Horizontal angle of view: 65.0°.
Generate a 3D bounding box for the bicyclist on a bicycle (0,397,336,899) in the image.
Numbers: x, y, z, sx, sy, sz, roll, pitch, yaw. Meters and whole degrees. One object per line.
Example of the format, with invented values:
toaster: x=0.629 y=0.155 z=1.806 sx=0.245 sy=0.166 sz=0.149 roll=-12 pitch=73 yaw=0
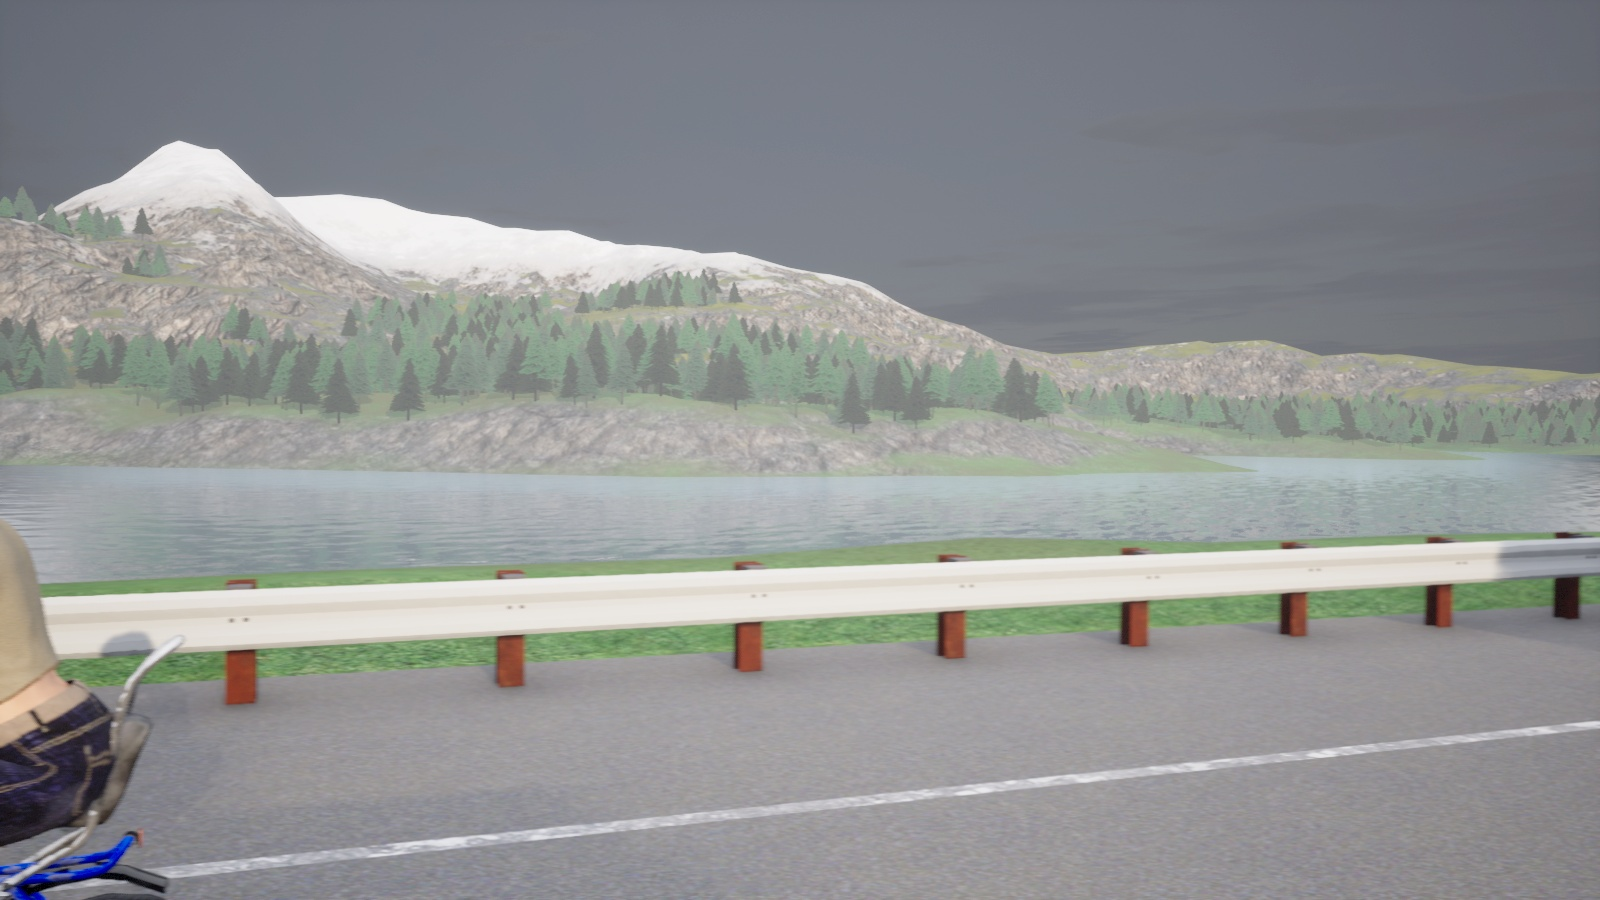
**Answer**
bicyclist on a bicycle: x=-1.760 y=0.712 z=2.566 sx=1.509 sy=1.612 sz=0.866 roll=-1 pitch=1 yaw=-20
